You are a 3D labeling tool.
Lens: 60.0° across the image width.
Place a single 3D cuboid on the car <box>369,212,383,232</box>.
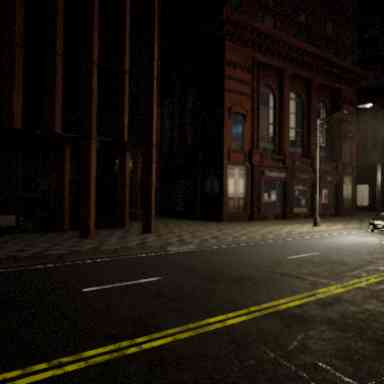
[{"bbox_3d":[13.093,1.796,21.065,4.902,1.511,2.128,1,-1,-36],"label":"car"}]
